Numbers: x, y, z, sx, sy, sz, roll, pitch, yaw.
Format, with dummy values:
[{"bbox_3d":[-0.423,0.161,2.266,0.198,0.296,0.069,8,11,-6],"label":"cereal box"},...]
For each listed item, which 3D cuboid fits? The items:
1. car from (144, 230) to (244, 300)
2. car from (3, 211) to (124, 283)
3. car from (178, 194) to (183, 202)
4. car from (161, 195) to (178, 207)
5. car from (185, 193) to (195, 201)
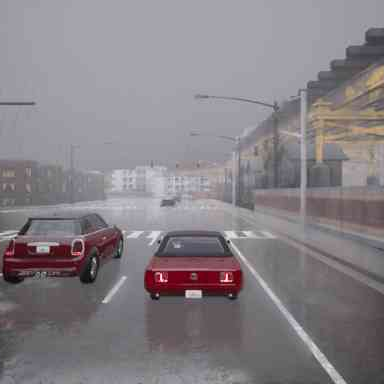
[{"bbox_3d":[0.047,1.604,8.378,1.895,1.301,4.718,0,0,0],"label":"car"},{"bbox_3d":[-3.449,1.356,9.848,2.097,1.767,4.553,0,0,0],"label":"car"},{"bbox_3d":[-3.650,1.528,77.030,1.837,1.490,4.892,0,0,0],"label":"car"},{"bbox_3d":[-3.625,1.496,51.647,1.882,1.535,5.008,0,0,2],"label":"car"},{"bbox_3d":[-0.204,1.623,87.254,1.895,1.301,4.718,0,0,-3],"label":"car"}]
